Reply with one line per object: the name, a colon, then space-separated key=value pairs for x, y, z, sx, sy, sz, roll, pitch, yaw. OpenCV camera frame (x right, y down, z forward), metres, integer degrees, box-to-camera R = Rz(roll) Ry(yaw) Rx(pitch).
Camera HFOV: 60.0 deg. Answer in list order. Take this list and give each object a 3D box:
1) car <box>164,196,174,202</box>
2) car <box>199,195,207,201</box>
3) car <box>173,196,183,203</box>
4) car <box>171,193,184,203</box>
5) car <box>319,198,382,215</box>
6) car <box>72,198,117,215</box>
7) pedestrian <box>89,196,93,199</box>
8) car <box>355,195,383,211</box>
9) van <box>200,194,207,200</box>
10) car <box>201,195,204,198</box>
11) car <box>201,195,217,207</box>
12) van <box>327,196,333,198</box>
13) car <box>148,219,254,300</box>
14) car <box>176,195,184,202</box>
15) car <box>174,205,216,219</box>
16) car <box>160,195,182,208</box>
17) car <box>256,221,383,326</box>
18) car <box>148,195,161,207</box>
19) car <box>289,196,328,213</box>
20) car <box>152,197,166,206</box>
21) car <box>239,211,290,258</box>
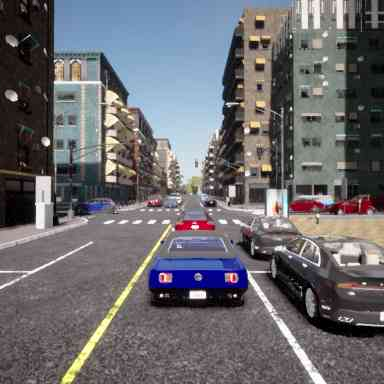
car: x=-5.471 y=1.597 z=78.641 sx=1.947 sy=1.339 sz=4.313 roll=1 pitch=0 yaw=0
car: x=2.938 y=1.581 z=89.721 sx=1.887 sy=1.381 sz=4.507 roll=1 pitch=0 yaw=0
car: x=-2.827 y=1.591 z=68.652 sx=1.994 sy=1.385 sz=4.181 roll=0 pitch=0 yaw=0
car: x=-2.923 y=1.244 z=58.710 sx=2.150 sy=2.045 sz=5.566 roll=0 pitch=0 yaw=1
car: x=13.780 y=1.413 z=29.133 sx=4.206 sy=1.307 sz=1.802 roll=0 pitch=0 yaw=1
car: x=-10.331 y=1.458 z=35.170 sx=4.553 sy=1.767 sz=2.097 roll=0 pitch=-1 yaw=1
pedestrian: x=-12.421 y=1.347 z=40.729 sx=0.375 sy=1.860 sz=0.375 roll=0 pitch=0 yaw=1
car: x=19.390 y=1.228 z=37.460 sx=5.009 sy=1.841 sz=2.192 roll=0 pitch=0 yaw=1
van: x=2.911 y=1.373 z=78.580 sx=1.690 sy=1.788 sz=3.998 roll=1 pitch=0 yaw=0
car: x=2.849 y=1.603 z=56.294 sx=1.802 sy=1.307 sz=4.206 roll=1 pitch=0 yaw=0
car: x=2.835 y=1.585 z=50.724 sx=1.947 sy=1.339 sz=4.313 roll=1 pitch=0 yaw=0
van: x=13.863 y=1.296 z=37.514 sx=3.998 sy=1.788 sz=1.690 roll=0 pitch=0 yaw=1
car: x=0.121 y=1.603 z=8.347 sx=1.895 sy=1.301 sz=4.718 roll=0 pitch=0 yaw=0
car: x=-2.791 y=1.532 z=79.061 sx=1.837 sy=1.490 sz=4.892 roll=0 pitch=0 yaw=0
car: x=0.140 y=1.570 z=17.210 sx=1.994 sy=1.385 sz=4.181 roll=0 pitch=0 yaw=0
car: x=-2.974 y=1.565 z=48.709 sx=2.033 sy=1.411 sz=5.357 roll=0 pitch=0 yaw=1
car: x=2.848 y=1.553 z=6.961 sx=2.008 sy=1.369 sz=4.403 roll=1 pitch=0 yaw=0
car: x=-5.541 y=1.334 z=50.786 sx=2.192 sy=1.841 sz=5.009 roll=1 pitch=0 yaw=0
car: x=11.396 y=1.463 z=35.047 sx=4.674 sy=1.442 sz=1.812 roll=-1 pitch=-1 yaw=3
car: x=-5.530 y=1.566 z=56.357 sx=1.887 sy=1.381 sz=4.507 roll=1 pitch=0 yaw=0
car: x=2.863 y=1.555 z=12.530 sx=2.008 sy=1.369 sz=4.403 roll=1 pitch=0 yaw=0
